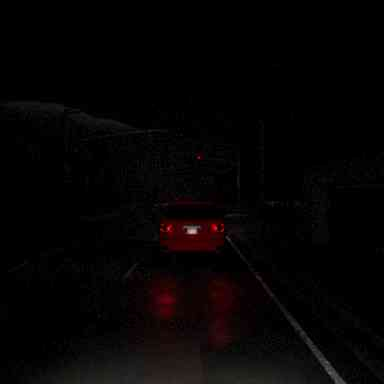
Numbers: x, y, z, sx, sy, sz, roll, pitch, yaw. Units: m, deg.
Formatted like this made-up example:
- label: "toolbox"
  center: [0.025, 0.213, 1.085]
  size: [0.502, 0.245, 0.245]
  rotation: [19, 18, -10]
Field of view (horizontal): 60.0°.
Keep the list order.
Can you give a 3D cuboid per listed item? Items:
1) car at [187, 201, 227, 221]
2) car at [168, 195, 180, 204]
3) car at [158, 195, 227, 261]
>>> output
- label: "car"
  center: [1.424, 1.549, 28.918]
  size: [1.812, 1.442, 4.674]
  rotation: [-1, 0, 25]
- label: "car"
  center: [-3.515, 1.401, 65.010]
  size: [2.097, 1.767, 4.553]
  rotation: [0, 0, 1]
- label: "car"
  center: [0.031, 1.233, 12.392]
  size: [2.150, 2.045, 5.566]
  rotation: [0, 0, 0]
